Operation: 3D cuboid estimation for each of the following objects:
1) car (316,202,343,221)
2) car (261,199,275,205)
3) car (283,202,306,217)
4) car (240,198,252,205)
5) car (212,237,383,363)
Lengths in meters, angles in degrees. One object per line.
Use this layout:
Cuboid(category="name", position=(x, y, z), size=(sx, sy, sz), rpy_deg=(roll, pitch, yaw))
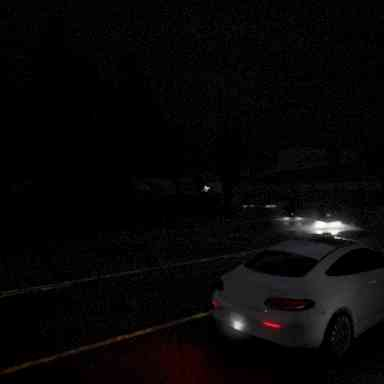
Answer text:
Cuboid(category="car", position=(11.919, 1.611, 28.733), size=(2.128, 1.511, 4.902), rpy_deg=(-1, -1, 26))
Cuboid(category="car", position=(15.977, 2.098, 69.851), size=(1.994, 1.385, 4.181), rpy_deg=(-1, -1, -6))
Cuboid(category="car", position=(10.366, 1.733, 33.461), size=(2.033, 1.411, 5.357), rpy_deg=(-1, -1, 23))
Cuboid(category="car", position=(12.030, 2.066, 74.049), size=(1.812, 1.442, 4.674), rpy_deg=(-1, -1, -6))
Cuboid(category="car", position=(2.412, 1.534, 5.890), size=(4.674, 1.442, 1.812), rpy_deg=(0, 0, -39))
